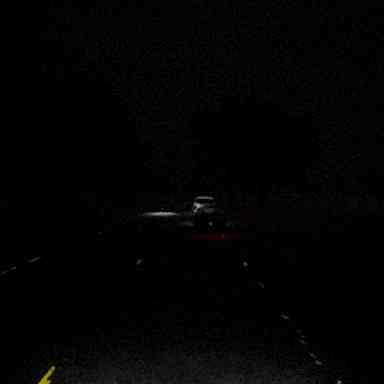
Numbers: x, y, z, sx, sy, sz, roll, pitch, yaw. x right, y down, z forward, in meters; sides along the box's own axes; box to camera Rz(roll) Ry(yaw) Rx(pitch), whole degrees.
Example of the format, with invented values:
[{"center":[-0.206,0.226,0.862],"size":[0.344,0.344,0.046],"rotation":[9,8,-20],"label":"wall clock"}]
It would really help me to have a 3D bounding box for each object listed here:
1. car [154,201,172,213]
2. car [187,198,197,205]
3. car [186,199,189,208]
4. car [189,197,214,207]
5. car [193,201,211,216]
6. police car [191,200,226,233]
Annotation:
[{"center":[-3.571,1.838,41.450],"size":[1.994,1.385,4.181],"rotation":[1,0,0],"label":"car"},{"center":[-0.029,2.005,71.047],"size":[1.994,1.385,4.181],"rotation":[1,-1,0],"label":"car"},{"center":[-0.023,1.962,55.620],"size":[1.994,1.385,4.181],"rotation":[2,-1,0],"label":"car"},{"center":[1.093,1.451,31.377],"size":[2.150,2.045,5.566],"rotation":[2,0,0],"label":"car"},{"center":[1.080,1.797,37.356],"size":[1.837,1.490,4.892],"rotation":[1,-1,0],"label":"car"},{"center":[1.059,1.606,21.447],"size":[1.930,1.638,5.238],"rotation":[0,0,0],"label":"police car"}]
